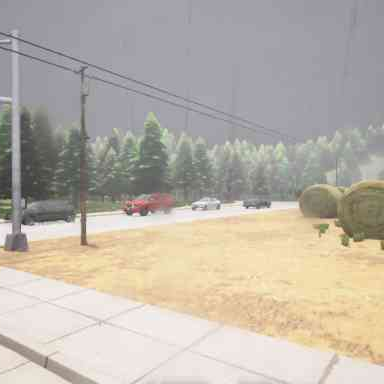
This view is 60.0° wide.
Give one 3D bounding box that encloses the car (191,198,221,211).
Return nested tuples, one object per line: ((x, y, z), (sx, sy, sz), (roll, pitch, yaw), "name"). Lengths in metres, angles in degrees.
((1.790, 1.449, 40.299), (1.812, 1.442, 4.674), (0, 0, 37), "car")

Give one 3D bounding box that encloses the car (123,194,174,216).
((-4.123, 1.198, 32.356), (2.150, 2.045, 5.566), (0, 0, 37), "car")

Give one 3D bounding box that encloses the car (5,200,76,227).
((-10.661, 1.385, 23.562), (2.097, 1.767, 4.553), (0, 0, 37), "car")

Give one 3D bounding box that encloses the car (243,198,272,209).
((8.478, 1.426, 43.113), (2.033, 1.411, 5.357), (0, 0, 37), "car")
